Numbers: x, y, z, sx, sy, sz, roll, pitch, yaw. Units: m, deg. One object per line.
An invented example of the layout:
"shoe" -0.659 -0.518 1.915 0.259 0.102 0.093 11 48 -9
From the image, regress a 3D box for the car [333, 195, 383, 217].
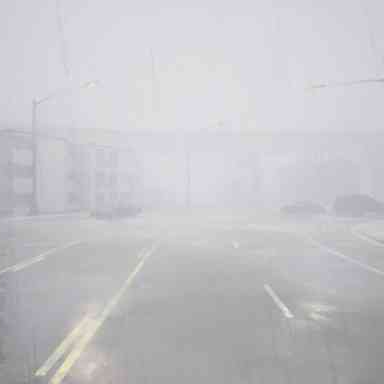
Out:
"car" 16.100 1.272 32.066 5.566 2.045 2.150 0 0 -28

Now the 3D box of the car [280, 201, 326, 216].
"car" 11.140 1.593 33.276 5.357 1.411 2.033 0 0 -36

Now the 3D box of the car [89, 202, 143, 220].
"car" -6.405 1.574 28.822 2.033 1.411 5.357 0 0 28
